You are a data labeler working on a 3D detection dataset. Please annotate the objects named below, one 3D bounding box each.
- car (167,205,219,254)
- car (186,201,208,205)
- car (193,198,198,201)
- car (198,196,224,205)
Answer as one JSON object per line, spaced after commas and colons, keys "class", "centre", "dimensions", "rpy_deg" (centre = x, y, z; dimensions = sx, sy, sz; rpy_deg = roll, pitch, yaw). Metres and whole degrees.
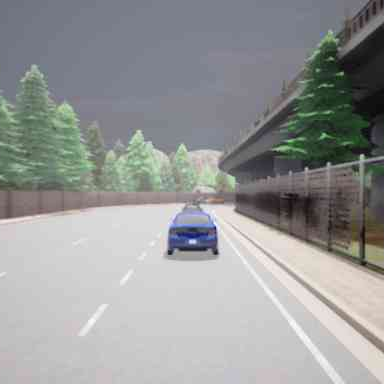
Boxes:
{"class": "car", "centre": [0.045, 1.537, 13.735], "dimensions": [1.882, 1.535, 5.008], "rpy_deg": [0, 0, 0]}
{"class": "car", "centre": [0.029, 1.685, 27.735], "dimensions": [1.994, 1.385, 4.181], "rpy_deg": [0, 0, 0]}
{"class": "car", "centre": [2.151, 1.642, 66.844], "dimensions": [4.553, 1.767, 2.097], "rpy_deg": [0, 0, -43]}
{"class": "car", "centre": [4.030, 1.628, 63.721], "dimensions": [4.553, 1.767, 2.097], "rpy_deg": [0, 0, -44]}
